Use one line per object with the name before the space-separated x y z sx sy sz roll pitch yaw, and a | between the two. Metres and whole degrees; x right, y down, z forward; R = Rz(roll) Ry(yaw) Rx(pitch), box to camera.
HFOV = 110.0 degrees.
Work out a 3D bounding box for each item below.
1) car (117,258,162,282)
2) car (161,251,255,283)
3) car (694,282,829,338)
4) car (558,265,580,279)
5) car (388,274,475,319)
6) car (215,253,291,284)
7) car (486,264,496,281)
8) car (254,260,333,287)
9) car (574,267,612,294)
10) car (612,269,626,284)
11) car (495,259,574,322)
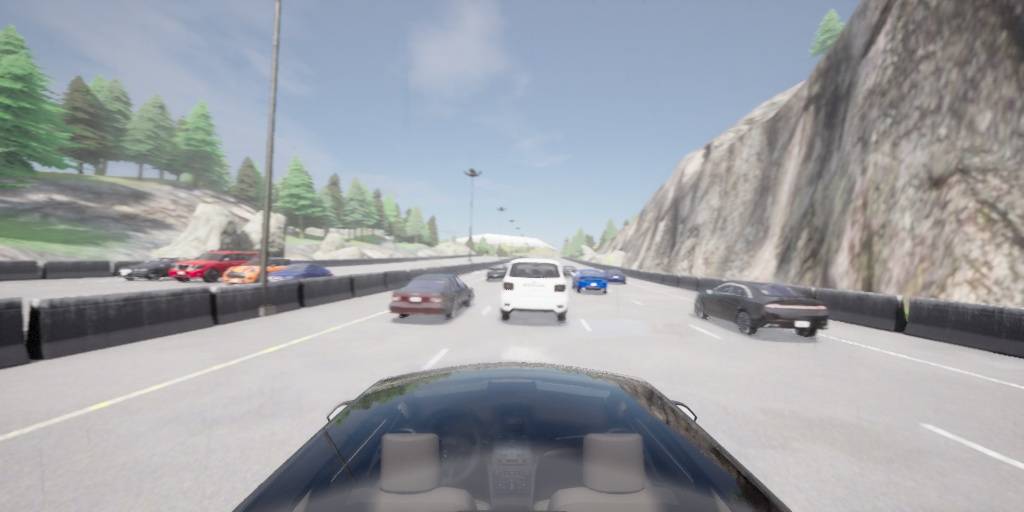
car | -23.124 0.853 24.012 2.128 1.511 4.902 2 0 4
car | -19.594 0.681 24.217 2.150 2.045 5.566 2 0 4
car | 7.734 1.584 11.723 2.128 1.511 4.902 2 -1 4
car | 6.399 1.774 40.868 2.033 1.411 5.357 2 0 4
car | -2.686 1.369 13.159 2.033 1.411 5.357 2 -1 4
car | -16.152 0.898 23.360 2.097 1.767 4.553 2 0 4
car | -1.204 1.498 33.007 2.128 1.511 4.902 2 0 4
car | -12.770 1.151 21.739 1.812 1.442 4.674 2 0 4
car | 5.161 1.612 24.272 1.882 1.535 5.008 2 -1 4
car | 9.378 1.858 33.800 1.994 1.385 4.181 2 0 4
car | 0.851 1.143 13.417 2.150 2.045 5.566 2 -1 4
